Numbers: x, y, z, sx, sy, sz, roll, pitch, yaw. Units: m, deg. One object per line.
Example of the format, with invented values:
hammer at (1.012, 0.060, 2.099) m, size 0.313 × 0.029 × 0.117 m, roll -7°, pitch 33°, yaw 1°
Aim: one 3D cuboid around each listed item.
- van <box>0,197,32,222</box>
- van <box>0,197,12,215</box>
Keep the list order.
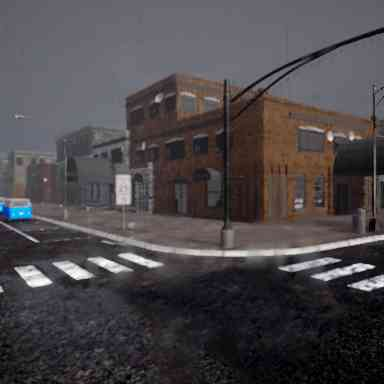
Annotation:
van at (-14.064, 1.415, 26.760) m, size 1.690 × 1.788 × 3.998 m, roll -2°, pitch 1°, yaw -36°
van at (-20.742, 1.476, 35.899) m, size 1.690 × 1.788 × 3.998 m, roll -2°, pitch 1°, yaw -36°
